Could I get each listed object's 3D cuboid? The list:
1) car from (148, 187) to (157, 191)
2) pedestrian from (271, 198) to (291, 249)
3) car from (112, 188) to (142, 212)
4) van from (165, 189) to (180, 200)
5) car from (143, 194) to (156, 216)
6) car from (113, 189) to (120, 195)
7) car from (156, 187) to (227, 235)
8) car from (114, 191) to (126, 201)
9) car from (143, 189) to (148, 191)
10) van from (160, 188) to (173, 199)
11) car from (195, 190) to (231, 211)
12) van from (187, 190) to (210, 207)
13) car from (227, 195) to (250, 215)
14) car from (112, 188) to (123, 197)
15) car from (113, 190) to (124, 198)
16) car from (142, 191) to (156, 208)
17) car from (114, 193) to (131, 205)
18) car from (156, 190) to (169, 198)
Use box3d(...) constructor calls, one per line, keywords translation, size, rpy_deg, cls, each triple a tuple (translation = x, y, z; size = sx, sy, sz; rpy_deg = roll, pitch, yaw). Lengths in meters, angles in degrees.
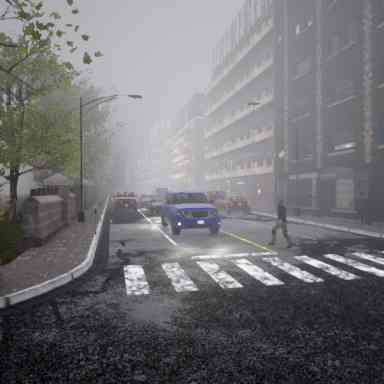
box3d(translation=(-4.733, 0.339, 49.417), size=(2.150, 2.045, 5.566), rpy_deg=(0, 1, -13), cls="car")
box3d(translation=(3.193, 1.094, 11.929), size=(0.375, 1.860, 0.375), rpy_deg=(1, 0, -14), cls="pedestrian")
box3d(translation=(-6.188, 0.779, 30.857), size=(2.192, 1.841, 5.009), rpy_deg=(1, 1, -14), cls="car")
box3d(translation=(-3.230, 0.366, 54.298), size=(1.690, 1.788, 3.998), rpy_deg=(1, 1, -14), cls="van")
box3d(translation=(-2.508, 1.101, 26.590), size=(1.994, 1.385, 4.181), rpy_deg=(0, 1, -14), cls="car")
box3d(translation=(-20.457, -0.043, 89.911), size=(1.947, 1.339, 4.313), rpy_deg=(1, 1, -14), cls="car")
box3d(translation=(-0.261, 0.928, 17.278), size=(2.150, 2.045, 5.566), rpy_deg=(0, 1, -14), cls="car")
box3d(translation=(-11.339, 0.602, 52.168), size=(1.752, 1.417, 4.829), rpy_deg=(1, 1, -14), cls="car")
box3d(translation=(-7.165, 0.461, 59.470), size=(1.812, 1.442, 4.674), rpy_deg=(0, 1, -14), cls="car")
box3d(translation=(-4.527, 0.269, 59.665), size=(1.690, 1.788, 3.998), rpy_deg=(1, 1, -14), cls="van")
box3d(translation=(1.957, 0.730, 32.823), size=(2.192, 1.841, 5.009), rpy_deg=(1, 1, -14), cls="car")
box3d(translation=(0.660, 0.659, 38.192), size=(1.690, 1.788, 3.998), rpy_deg=(1, 1, -14), cls="van")
box3d(translation=(3.252, 0.953, 27.457), size=(1.967, 1.590, 4.097), rpy_deg=(1, 1, -14), cls="car")
box3d(translation=(-16.562, -0.001, 73.803), size=(2.192, 1.841, 5.009), rpy_deg=(1, 1, -14), cls="car")
box3d(translation=(-13.973, 0.430, 63.070), size=(2.008, 1.369, 4.403), rpy_deg=(1, 1, -14), cls="car")
box3d(translation=(-4.851, 0.908, 36.308), size=(2.033, 1.411, 5.357), rpy_deg=(0, 1, -14), cls="car")
box3d(translation=(-8.786, 0.835, 41.598), size=(1.947, 1.339, 4.313), rpy_deg=(1, 1, -14), cls="car")
box3d(translation=(-5.866, 0.352, 65.201), size=(1.752, 1.417, 4.829), rpy_deg=(1, 1, -14), cls="car")
